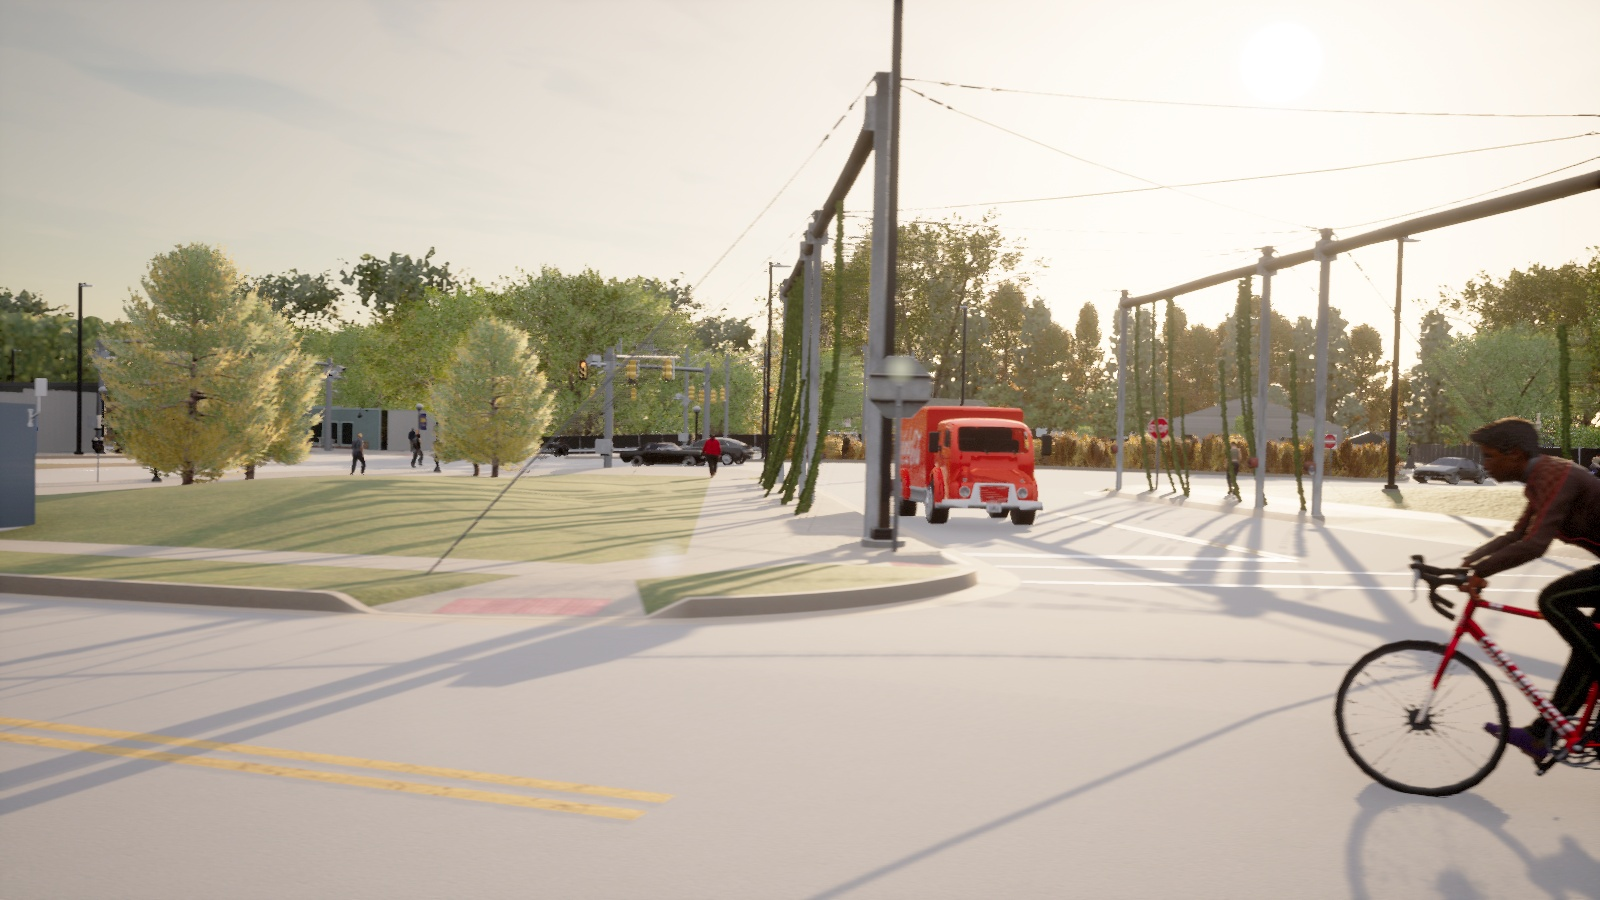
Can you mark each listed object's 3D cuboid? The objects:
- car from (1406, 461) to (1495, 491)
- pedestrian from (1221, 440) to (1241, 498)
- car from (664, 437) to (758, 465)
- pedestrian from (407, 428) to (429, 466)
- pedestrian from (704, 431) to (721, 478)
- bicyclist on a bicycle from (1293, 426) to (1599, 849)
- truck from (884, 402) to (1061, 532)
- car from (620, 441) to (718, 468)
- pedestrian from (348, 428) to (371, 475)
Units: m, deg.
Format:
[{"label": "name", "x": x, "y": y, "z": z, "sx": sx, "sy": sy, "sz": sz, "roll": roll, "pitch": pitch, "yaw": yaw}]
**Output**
[{"label": "car", "x": 34.506, "y": 1.359, "z": 66.540, "sx": 5.357, "sy": 1.411, "sz": 2.033, "roll": 1, "pitch": 2, "yaw": -37}, {"label": "pedestrian", "x": 14.008, "y": 0.618, "z": 40.783, "sx": 0.345, "sy": 1.836, "sz": 0.594, "roll": 2, "pitch": 2, "yaw": -2}, {"label": "car", "x": -4.958, "y": 0.040, "z": 70.055, "sx": 4.892, "sy": 1.490, "sz": 1.837, "roll": 1, "pitch": 1, "yaw": 21}, {"label": "pedestrian", "x": -19.437, "y": -0.155, "z": 63.941, "sx": 0.849, "sy": 1.883, "sz": 0.563, "roll": 2, "pitch": 2, "yaw": 19}, {"label": "pedestrian", "x": -3.561, "y": 0.171, "z": 51.049, "sx": 0.634, "sy": 1.844, "sz": 0.899, "roll": 2, "pitch": 2, "yaw": -3}, {"label": "bicyclist on a bicycle", "x": 2.957, "y": 0.711, "z": 5.179, "sx": 1.656, "sy": 1.620, "sz": 0.582, "roll": 0, "pitch": 1, "yaw": 28}, {"label": "truck", "x": 3.556, "y": 0.338, "z": 27.139, "sx": 2.627, "sy": 2.467, "sz": 5.204, "roll": 2, "pitch": 0, "yaw": -5}, {"label": "car", "x": -6.834, "y": 0.209, "z": 65.414, "sx": 4.718, "sy": 1.301, "sz": 1.895, "roll": 1, "pitch": 1, "yaw": 17}, {"label": "pedestrian", "x": -17.859, "y": 0.049, "z": 50.916, "sx": 0.540, "sy": 1.848, "sz": 0.694, "roll": 2, "pitch": 2, "yaw": 18}]
